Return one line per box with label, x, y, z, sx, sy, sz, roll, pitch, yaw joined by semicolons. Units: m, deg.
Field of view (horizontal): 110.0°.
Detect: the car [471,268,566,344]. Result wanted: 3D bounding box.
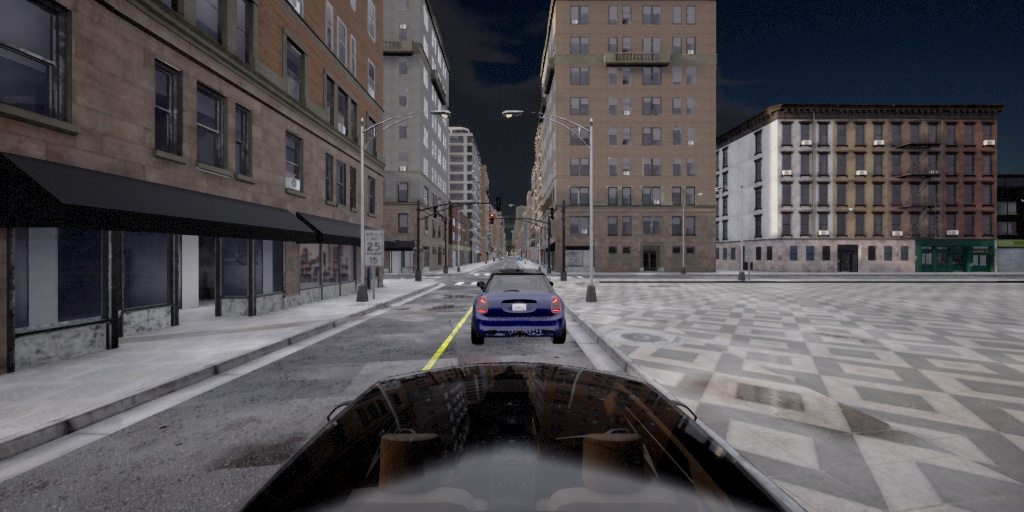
car;0.100;1.102;9.716;2.097;1.767;4.553;0;0;-1
